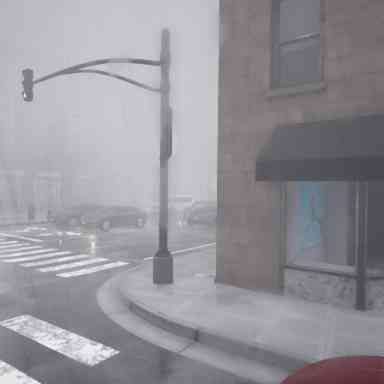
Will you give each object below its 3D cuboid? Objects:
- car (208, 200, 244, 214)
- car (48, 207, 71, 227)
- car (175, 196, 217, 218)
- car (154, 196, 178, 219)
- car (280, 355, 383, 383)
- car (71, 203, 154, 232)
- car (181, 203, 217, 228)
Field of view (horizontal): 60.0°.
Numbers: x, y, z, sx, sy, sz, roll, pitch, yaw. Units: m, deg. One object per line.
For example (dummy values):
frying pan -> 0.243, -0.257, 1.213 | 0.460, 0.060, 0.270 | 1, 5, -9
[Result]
car -> 4.201, 1.731, 40.007 | 2.128, 1.511, 4.902 | 1, 0, 36
car -> -7.630, 1.569, 23.420 | 1.837, 1.490, 4.892 | 1, 0, 35
car -> 0.924, 1.550, 29.822 | 2.097, 1.767, 4.553 | 1, 0, 36
car -> -1.770, 1.372, 31.648 | 2.150, 2.045, 5.566 | 1, 0, 35
car -> 2.417, 1.545, 1.229 | 4.507, 1.381, 1.887 | 0, 1, 35
car -> -4.979, 1.616, 21.541 | 1.837, 1.490, 4.892 | 1, 0, 35
car -> 1.457, 1.779, 24.632 | 1.994, 1.385, 4.181 | 1, 0, 35
